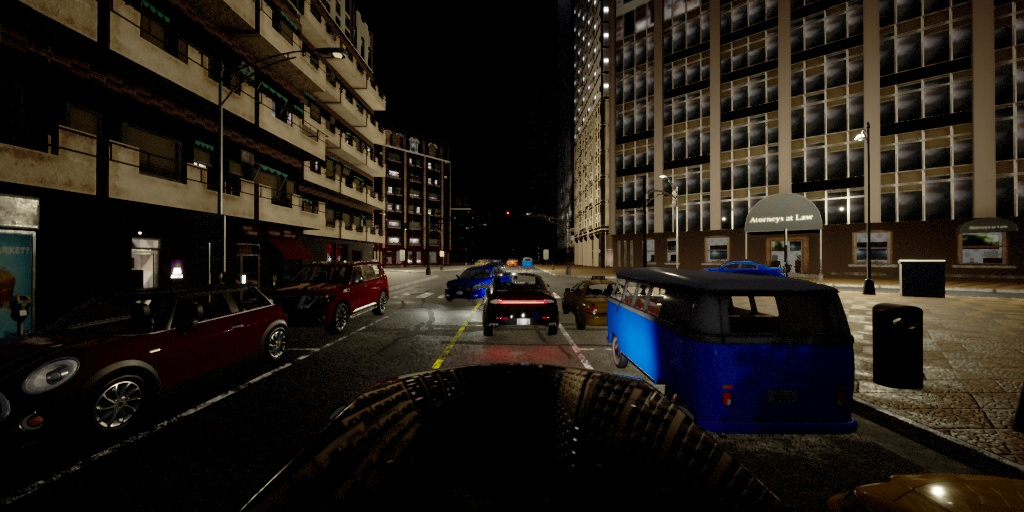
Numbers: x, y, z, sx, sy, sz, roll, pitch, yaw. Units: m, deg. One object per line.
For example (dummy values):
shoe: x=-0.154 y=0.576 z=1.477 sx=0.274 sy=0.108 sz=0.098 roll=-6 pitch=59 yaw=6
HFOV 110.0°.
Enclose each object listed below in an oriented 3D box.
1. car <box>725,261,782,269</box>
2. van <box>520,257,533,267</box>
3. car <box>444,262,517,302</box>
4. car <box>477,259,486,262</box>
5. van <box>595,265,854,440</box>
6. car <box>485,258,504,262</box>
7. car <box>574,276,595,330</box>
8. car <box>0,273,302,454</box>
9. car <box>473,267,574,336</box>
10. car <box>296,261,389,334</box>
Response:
car: x=14.560 y=1.106 z=23.323 sx=5.008 sy=1.535 sz=1.882 roll=-1 pitch=-1 yaw=36
van: x=2.579 y=1.168 z=59.775 sx=1.690 sy=1.789 sz=3.998 roll=0 pitch=0 yaw=0
car: x=-1.468 y=1.235 z=16.994 sx=1.882 sy=1.535 sz=5.008 roll=-1 pitch=0 yaw=16
car: x=-5.302 y=1.352 z=59.607 sx=1.751 sy=1.417 sz=4.829 roll=0 pitch=0 yaw=0
van: x=2.567 y=1.092 z=5.246 sx=1.690 sy=1.789 sz=3.998 roll=0 pitch=0 yaw=0
car: x=-2.804 y=1.426 z=58.866 sx=1.895 sy=1.301 sz=4.718 roll=0 pitch=0 yaw=2
car: x=2.568 y=1.279 z=10.952 sx=1.751 sy=1.417 sz=4.829 roll=0 pitch=0 yaw=0
car: x=-5.314 y=1.191 z=5.242 sx=1.967 sy=1.591 sz=4.097 roll=0 pitch=0 yaw=0
car: x=0.135 y=1.245 z=10.388 sx=2.128 sy=1.511 sz=4.902 roll=0 pitch=0 yaw=-3
car: x=-5.313 y=1.068 z=10.778 sx=2.192 sy=1.841 sz=5.009 roll=0 pitch=0 yaw=0
